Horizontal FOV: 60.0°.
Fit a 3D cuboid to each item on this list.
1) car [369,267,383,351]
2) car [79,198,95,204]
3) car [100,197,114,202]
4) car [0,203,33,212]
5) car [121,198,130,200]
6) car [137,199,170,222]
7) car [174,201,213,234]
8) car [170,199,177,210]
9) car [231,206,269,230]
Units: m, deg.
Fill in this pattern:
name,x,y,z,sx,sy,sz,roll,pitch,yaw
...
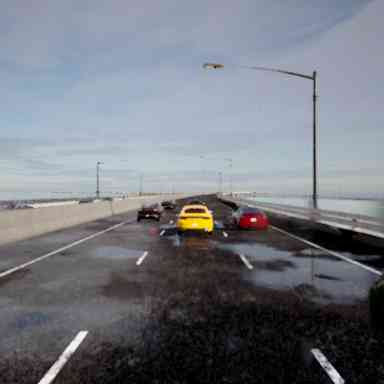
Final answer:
name,x,y,z,sx,sy,sz,roll,pitch,yaw
car,3.594,1.230,2.345,2.150,2.045,5.566,0,0,0
car,-20.260,1.753,64.271,1.994,1.385,4.181,0,0,1
car,-16.721,1.728,65.774,1.812,1.442,4.674,0,0,1
car,-13.972,1.580,25.656,2.128,1.511,4.902,0,0,1
car,-13.221,1.801,65.728,1.895,1.301,4.718,0,0,1
car,-3.304,1.587,27.468,2.128,1.511,4.902,0,0,1
car,0.175,1.545,19.664,1.882,1.535,5.008,0,0,0
car,-3.088,1.639,44.395,2.128,1.511,4.902,0,0,1
car,3.693,1.639,21.870,1.994,1.385,4.181,0,0,0
